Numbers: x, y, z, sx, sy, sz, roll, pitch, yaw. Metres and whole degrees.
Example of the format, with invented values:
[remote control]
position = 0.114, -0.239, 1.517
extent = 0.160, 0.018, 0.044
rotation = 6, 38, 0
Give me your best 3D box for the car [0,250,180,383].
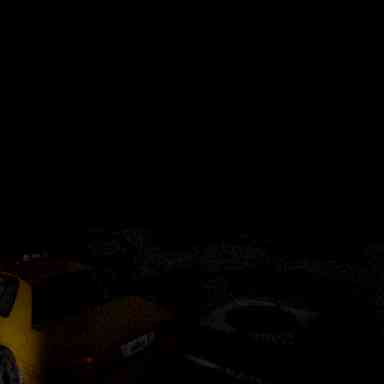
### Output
[car]
position = -2.408, 1.523, 4.795
extent = 4.829, 1.417, 1.752
rotation = 0, 0, 37
